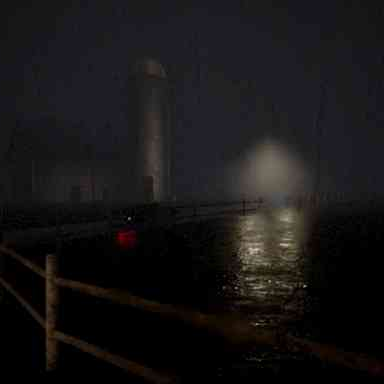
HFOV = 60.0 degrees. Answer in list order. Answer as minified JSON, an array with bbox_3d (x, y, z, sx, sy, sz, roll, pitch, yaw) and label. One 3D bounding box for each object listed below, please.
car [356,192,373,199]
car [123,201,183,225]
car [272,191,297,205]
[{"bbox_3d":[39.667,0.955,77.434,2.033,1.411,5.357,-1,0,42],"label":"car"},{"bbox_3d":[-2.551,1.374,22.772,1.837,1.490,4.892,-1,0,34],"label":"car"},{"bbox_3d":[14.136,0.910,50.684,2.150,2.045,5.566,-1,0,37],"label":"car"}]
